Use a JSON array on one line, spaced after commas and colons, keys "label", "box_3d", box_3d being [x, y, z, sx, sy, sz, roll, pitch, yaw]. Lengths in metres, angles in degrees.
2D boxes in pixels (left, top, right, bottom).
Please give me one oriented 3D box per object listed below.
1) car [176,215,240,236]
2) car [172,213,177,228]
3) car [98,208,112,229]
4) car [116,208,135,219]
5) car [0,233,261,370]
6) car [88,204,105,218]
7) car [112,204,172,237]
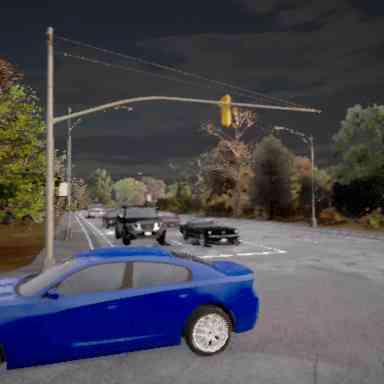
[{"label": "car", "box_3d": [0.853, 2.128, 18.493, 1.895, 1.301, 4.718, 0, -2, -19]}, {"label": "car", "box_3d": [-2.354, 2.282, 27.481, 1.882, 1.535, 5.008, 0, -1, -20]}, {"label": "car", "box_3d": [-6.909, 2.448, 29.715, 2.033, 1.411, 5.357, 0, -2, -20]}, {"label": "car", "box_3d": [-9.356, 2.947, 46.283, 1.837, 1.490, 4.892, 0, -3, -20]}, {"label": "car", "box_3d": [-1.381, 1.644, 5.292, 5.008, 1.535, 1.882, 0, -2, -17]}, {"label": "car", "box_3d": [-14.419, 2.830, 49.934, 2.150, 2.045, 5.566, 0, -2, -20]}, {"label": "car", "box_3d": [-3.091, 1.793, 19.182, 2.150, 2.045, 5.566, 0, -2, -19]}]
